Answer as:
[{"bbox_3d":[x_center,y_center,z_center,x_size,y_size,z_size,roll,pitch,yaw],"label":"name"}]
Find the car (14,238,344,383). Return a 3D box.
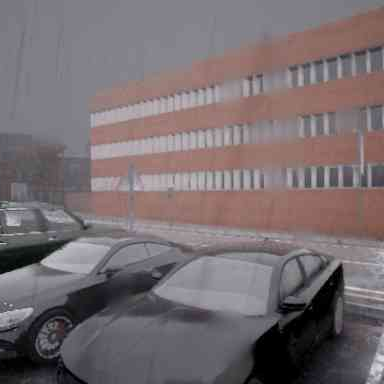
[{"bbox_3d":[0.674,1.485,4.518,2.097,1.535,5.008,0,0,35],"label":"car"}]

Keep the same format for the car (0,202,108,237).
[{"bbox_3d":[-3.915,1.243,7.819,2.435,2.045,5.566,0,0,35],"label":"car"}]

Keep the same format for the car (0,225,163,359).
[{"bbox_3d":[-1.629,1.530,6.157,2.002,1.452,4.674,0,0,35],"label":"car"}]
